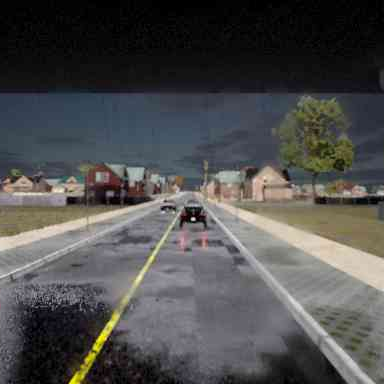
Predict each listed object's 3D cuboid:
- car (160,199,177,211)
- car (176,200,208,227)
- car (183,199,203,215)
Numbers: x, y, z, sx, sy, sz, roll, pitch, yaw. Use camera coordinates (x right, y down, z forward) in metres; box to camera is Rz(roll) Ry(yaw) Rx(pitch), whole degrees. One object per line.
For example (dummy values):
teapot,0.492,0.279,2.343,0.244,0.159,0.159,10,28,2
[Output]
car,-2.849,1.570,41.048,2.033,1.411,5.357,0,0,0
car,0.099,1.544,23.041,1.812,1.442,4.674,0,0,0
car,0.074,1.570,36.135,2.033,1.411,5.357,0,0,0
